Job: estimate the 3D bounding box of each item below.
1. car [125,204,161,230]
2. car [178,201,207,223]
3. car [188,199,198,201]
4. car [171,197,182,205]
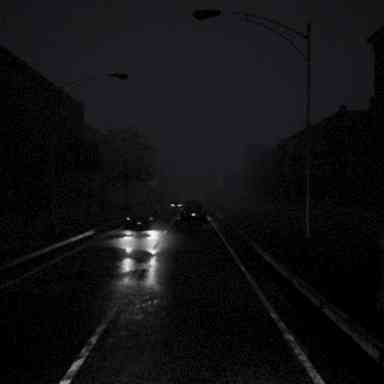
[{"bbox_3d":[-3.089,1.560,21.760,1.812,1.442,4.674,0,0,0],"label":"car"},{"bbox_3d":[0.112,1.614,25.922,1.994,1.385,4.181,0,0,0],"label":"car"},{"bbox_3d":[0.119,1.632,42.362,1.837,1.490,4.892,0,0,0],"label":"car"},{"bbox_3d":[-2.985,1.664,64.100,2.033,1.411,5.357,0,0,0],"label":"car"}]
